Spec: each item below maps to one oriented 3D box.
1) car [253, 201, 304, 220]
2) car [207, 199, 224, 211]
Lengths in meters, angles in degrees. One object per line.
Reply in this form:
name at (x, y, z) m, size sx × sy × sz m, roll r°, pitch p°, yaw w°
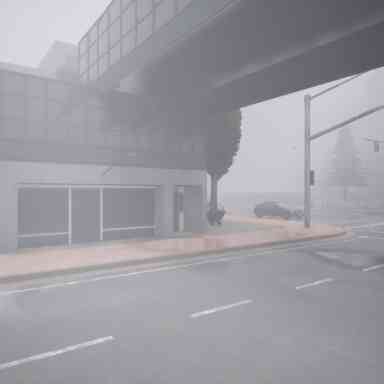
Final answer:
car at (7.300, 1.526, 28.418) m, size 1.812 × 1.442 × 4.674 m, roll 0°, pitch 0°, yaw -36°
car at (1.494, 1.491, 36.481) m, size 2.128 × 1.511 × 4.902 m, roll 0°, pitch 0°, yaw -36°
